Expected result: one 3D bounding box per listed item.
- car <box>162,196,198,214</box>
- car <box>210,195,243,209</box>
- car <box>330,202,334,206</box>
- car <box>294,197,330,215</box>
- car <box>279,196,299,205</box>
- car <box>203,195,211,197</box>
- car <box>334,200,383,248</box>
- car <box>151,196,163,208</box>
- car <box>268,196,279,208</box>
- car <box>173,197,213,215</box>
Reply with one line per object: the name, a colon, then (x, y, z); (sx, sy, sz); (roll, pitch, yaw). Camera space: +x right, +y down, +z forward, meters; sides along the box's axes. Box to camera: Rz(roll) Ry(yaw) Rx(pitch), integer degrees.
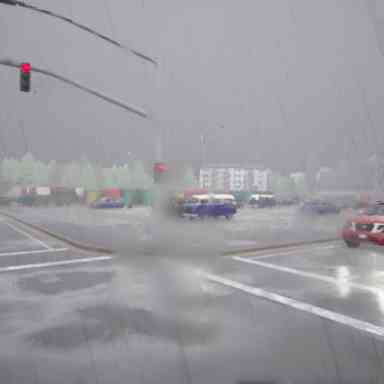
car: (-1.524, 1.622, 41.982); (3.905, 1.438, 1.784); (1, 0, -35)
car: (5.980, 1.561, 57.372); (4.605, 1.855, 1.932); (1, 0, -35)
car: (33.541, 2.279, 86.917); (1.882, 1.535, 5.008); (1, 0, -34)
car: (15.807, 1.803, 43.625); (3.806, 1.475, 1.970); (1, 0, -35)
car: (20.273, 1.738, 67.503); (3.866, 1.878, 1.905); (1, 0, -35)
car: (4.359, 1.772, 59.773); (3.905, 1.438, 1.784); (1, 0, -35)
car: (8.948, 1.407, 14.663); (5.566, 2.045, 2.150); (1, 0, -35)
car: (-3.113, 1.411, 44.145); (4.605, 1.855, 1.932); (1, 0, -35)
car: (18.609, 1.977, 69.872); (3.806, 1.475, 1.970); (1, 0, -35)
car: (0.146, 1.653, 39.617); (3.806, 1.475, 1.970); (1, 0, -35)
